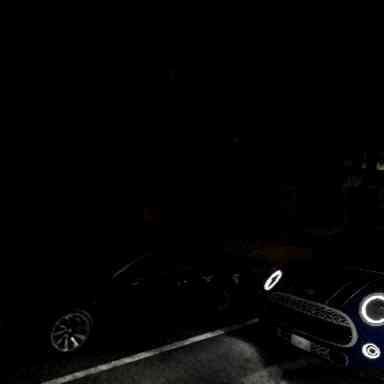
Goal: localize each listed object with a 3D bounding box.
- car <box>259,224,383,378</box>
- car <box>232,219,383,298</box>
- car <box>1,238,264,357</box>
[{"bbox_3d":[3.266,1.406,5.670,4.553,1.767,2.097,1,0,-35],"label":"car"},{"bbox_3d":[3.513,1.600,9.273,4.829,1.417,1.752,1,0,-36],"label":"car"},{"bbox_3d":[-0.963,1.590,6.080,4.313,1.339,1.947,1,0,-36],"label":"car"}]
